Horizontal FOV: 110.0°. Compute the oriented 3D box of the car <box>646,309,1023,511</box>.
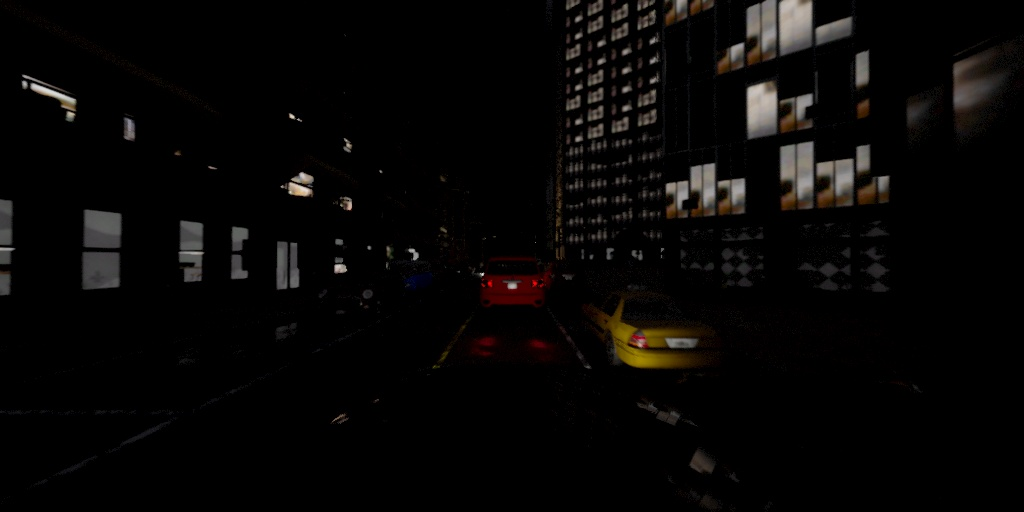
[{"bbox_3d":[2.566,1.316,2.026,1.948,1.339,4.313,0,0,0],"label":"car"}]

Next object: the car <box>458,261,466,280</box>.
[{"bbox_3d":[-5.312,1.364,29.700,2.007,1.370,4.403,0,0,0],"label":"car"}]

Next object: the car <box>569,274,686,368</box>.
[{"bbox_3d":[2.566,1.287,7.733,1.751,1.417,4.829,0,0,0],"label":"car"}]

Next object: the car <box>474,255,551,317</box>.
[{"bbox_3d":[0.034,0.998,13.518,2.150,2.045,5.566,0,0,0],"label":"car"}]

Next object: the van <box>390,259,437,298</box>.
[{"bbox_3d":[-5.313,1.128,18.627,1.690,1.789,3.998,0,0,0],"label":"van"}]

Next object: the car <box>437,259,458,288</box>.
[{"bbox_3d":[-5.313,1.114,24.163,2.192,1.841,5.009,0,0,0],"label":"car"}]

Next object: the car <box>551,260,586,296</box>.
[{"bbox_3d":[2.567,1.101,18.634,2.192,1.841,5.009,0,0,0],"label":"car"}]

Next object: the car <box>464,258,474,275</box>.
[{"bbox_3d":[-5.311,1.286,40.771,1.967,1.591,4.097,0,0,0],"label":"car"}]

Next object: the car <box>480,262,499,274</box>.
[{"bbox_3d":[-2.794,1.425,45.159,1.994,1.385,4.181,0,0,1],"label":"car"}]

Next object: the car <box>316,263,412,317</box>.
[{"bbox_3d":[-5.314,1.214,13.091,1.967,1.591,4.097,0,0,0],"label":"car"}]
